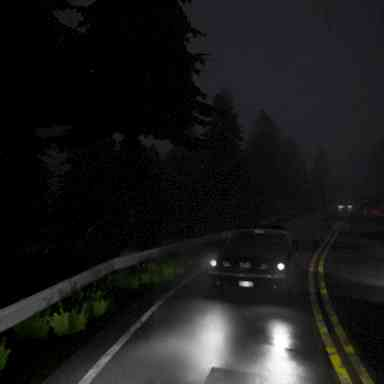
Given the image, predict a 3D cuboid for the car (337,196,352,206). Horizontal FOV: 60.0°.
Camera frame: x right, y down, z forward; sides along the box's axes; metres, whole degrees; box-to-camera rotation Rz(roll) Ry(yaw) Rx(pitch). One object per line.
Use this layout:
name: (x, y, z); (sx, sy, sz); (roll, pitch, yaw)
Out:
car: (22.858, 1.293, 49.597); (2.033, 1.411, 5.357); (-2, -1, 28)

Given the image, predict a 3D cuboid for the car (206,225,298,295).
car: (1.862, 1.627, 9.099); (1.895, 1.301, 4.718); (-1, 0, 19)

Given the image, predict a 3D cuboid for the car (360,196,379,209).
car: (21.533, 1.180, 40.197); (2.128, 1.511, 4.902); (-2, -1, 29)
